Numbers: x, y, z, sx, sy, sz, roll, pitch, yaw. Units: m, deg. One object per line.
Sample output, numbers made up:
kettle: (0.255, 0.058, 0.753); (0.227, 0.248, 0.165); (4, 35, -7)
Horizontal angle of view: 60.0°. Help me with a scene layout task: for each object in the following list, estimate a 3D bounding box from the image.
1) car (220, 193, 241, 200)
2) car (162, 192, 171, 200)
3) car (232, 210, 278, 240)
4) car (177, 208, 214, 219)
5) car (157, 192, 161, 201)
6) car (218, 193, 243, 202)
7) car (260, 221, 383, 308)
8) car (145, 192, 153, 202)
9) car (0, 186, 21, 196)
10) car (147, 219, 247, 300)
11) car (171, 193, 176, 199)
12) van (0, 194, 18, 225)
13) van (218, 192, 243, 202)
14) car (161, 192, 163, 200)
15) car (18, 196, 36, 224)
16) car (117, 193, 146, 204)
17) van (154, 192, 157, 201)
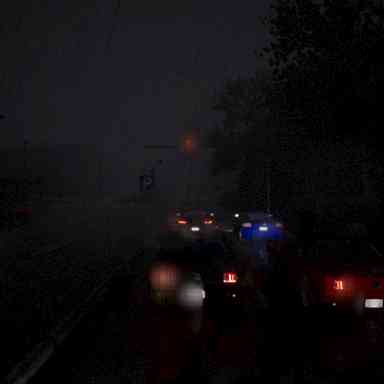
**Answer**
car: (9.463, 1.129, 81.647); (4.553, 1.767, 2.185); (1, 0, -12)
car: (-8.447, 1.357, 85.318); (4.674, 1.452, 2.002); (-1, 0, -12)
car: (3.164, 1.588, 16.635); (1.994, 1.385, 4.181); (0, 0, 1)
car: (0.172, 1.552, 17.480); (1.812, 1.442, 4.674); (0, 0, 1)
car: (-10.008, 1.321, 73.340); (4.892, 1.521, 2.231); (-1, 0, -14)
car: (7.671, 1.141, 66.947); (4.553, 1.767, 2.185); (1, 0, -14)
car: (3.120, 1.611, 7.888); (1.895, 1.301, 4.718); (0, 0, 0)
car: (-10.795, 1.315, 64.376); (5.366, 1.575, 1.946); (-1, 0, -15)
car: (-28.162, 0.136, 52.254); (2.002, 1.452, 4.674); (6, -3, -19)
car: (0.110, 1.612, 8.378); (1.895, 1.301, 4.718); (0, 0, 0)
car: (-7.997, 1.064, 88.325); (5.566, 2.045, 2.435); (-1, 0, -12)
van: (-13.601, 1.296, 20.601); (4.442, 1.987, 1.878); (-1, 0, -19)
van: (7.287, 1.042, 63.978); (4.442, 1.987, 1.878); (1, 0, -14)
car: (-9.635, 1.359, 76.335); (4.674, 1.452, 2.002); (-1, 0, -13)
car: (-13.626, 1.403, 23.578); (4.553, 1.767, 2.185); (-1, 0, -19)
car: (-11.440, 1.358, 61.384); (4.792, 1.488, 2.163); (-1, 0, -15)
van: (-10.236, 1.092, 70.368); (4.442, 1.987, 1.878); (-1, 0, -14)
